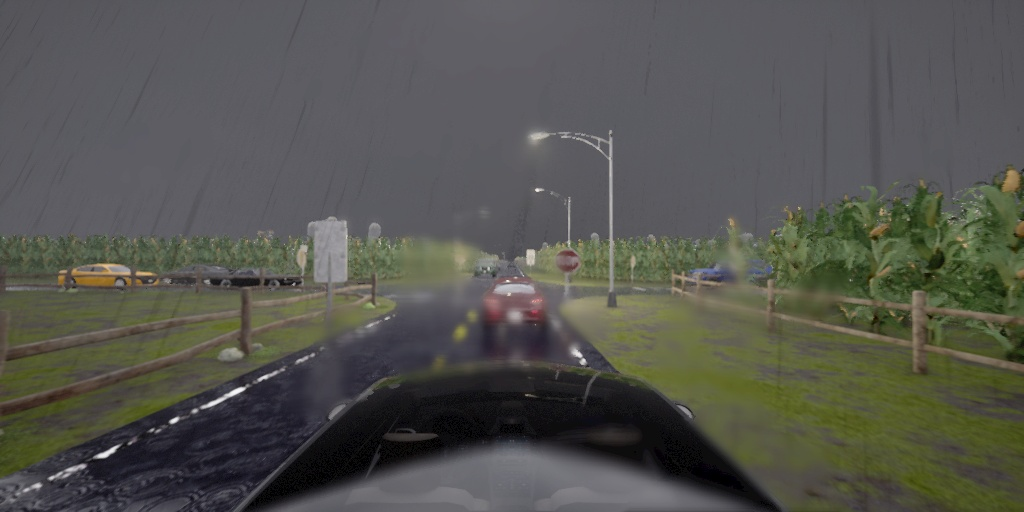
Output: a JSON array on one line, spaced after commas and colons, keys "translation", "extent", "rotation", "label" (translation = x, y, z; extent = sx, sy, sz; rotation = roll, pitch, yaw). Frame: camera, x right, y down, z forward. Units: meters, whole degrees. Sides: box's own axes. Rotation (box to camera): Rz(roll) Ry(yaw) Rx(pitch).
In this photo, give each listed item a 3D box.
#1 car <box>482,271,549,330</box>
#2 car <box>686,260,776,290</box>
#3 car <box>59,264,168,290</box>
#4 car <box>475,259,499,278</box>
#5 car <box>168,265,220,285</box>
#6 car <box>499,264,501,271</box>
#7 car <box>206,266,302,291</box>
[{"translation": [0.092, 1.365, 11.347], "extent": [1.812, 1.442, 4.674], "rotation": [0, 0, 0], "label": "car"}, {"translation": [15.111, 1.308, 24.923], "extent": [5.566, 2.045, 2.150], "rotation": [0, -1, 1], "label": "car"}, {"translation": [-24.983, 1.268, 22.345], "extent": [5.008, 1.535, 1.882], "rotation": [0, -1, 1], "label": "car"}, {"translation": [-2.874, 1.318, 40.202], "extent": [2.150, 2.045, 5.566], "rotation": [0, 0, 0], "label": "car"}, {"translation": [-22.028, 1.367, 25.268], "extent": [4.892, 1.490, 1.837], "rotation": [0, -1, 1], "label": "car"}, {"translation": [-2.876, 1.732, 50.402], "extent": [2.033, 1.411, 5.357], "rotation": [0, 0, 0], "label": "car"}, {"translation": [-15.703, 1.441, 22.259], "extent": [4.718, 1.301, 1.895], "rotation": [0, -1, 1], "label": "car"}]
